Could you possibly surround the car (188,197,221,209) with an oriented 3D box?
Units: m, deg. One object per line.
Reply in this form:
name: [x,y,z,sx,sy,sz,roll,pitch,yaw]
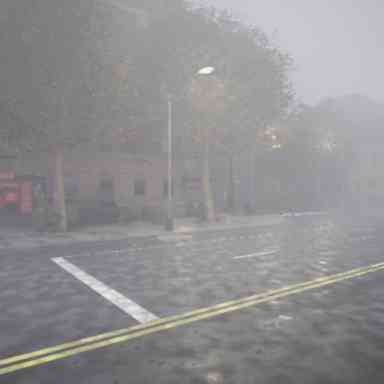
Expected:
car: [1.909,1.479,46.151,1.882,1.535,5.008,0,0,-35]
